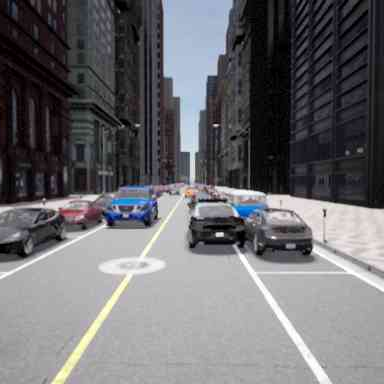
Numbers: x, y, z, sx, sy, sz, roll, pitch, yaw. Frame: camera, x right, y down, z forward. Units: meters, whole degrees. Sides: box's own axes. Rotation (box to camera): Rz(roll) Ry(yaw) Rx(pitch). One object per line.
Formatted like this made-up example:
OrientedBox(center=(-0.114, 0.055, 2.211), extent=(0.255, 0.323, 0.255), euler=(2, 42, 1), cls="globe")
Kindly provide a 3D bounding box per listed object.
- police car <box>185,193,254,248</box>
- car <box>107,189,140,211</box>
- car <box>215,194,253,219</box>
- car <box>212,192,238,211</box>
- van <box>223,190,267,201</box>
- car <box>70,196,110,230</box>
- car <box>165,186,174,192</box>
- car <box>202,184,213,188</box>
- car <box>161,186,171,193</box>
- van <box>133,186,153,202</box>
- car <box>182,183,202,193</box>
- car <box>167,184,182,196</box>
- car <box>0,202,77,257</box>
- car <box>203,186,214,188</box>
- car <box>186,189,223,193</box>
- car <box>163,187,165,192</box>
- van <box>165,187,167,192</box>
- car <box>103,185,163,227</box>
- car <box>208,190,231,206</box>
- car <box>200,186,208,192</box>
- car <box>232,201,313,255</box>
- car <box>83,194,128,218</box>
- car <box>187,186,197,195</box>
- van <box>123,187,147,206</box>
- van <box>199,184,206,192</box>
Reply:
OrientedBox(center=(0.774, 1.046, 12.922), extent=(1.930, 1.638, 5.238), euler=(0, 2, -2), cls="police car")
OrientedBox(center=(-5.768, 0.618, 28.340), extent=(1.967, 1.590, 4.097), euler=(0, 2, 0), cls="car")
OrientedBox(center=(2.758, 0.889, 22.725), extent=(2.008, 1.369, 4.403), euler=(0, 2, 0), cls="car")
OrientedBox(center=(2.758, 0.759, 28.360), extent=(1.802, 1.307, 4.206), euler=(0, 2, 0), cls="car")
OrientedBox(center=(2.759, 0.841, 17.085), extent=(1.690, 1.788, 3.998), euler=(0, 2, 0), cls="van")
OrientedBox(center=(-5.766, 1.082, 17.075), extent=(1.802, 1.307, 4.206), euler=(0, 2, 0), cls="car")
OrientedBox(center=(-5.774, -0.830, 84.687), extent=(1.947, 1.339, 4.313), euler=(0, 2, 0), cls="car")
OrientedBox(center=(2.754, -0.303, 56.522), extent=(2.192, 1.841, 5.009), euler=(0, 2, 0), cls="car")
OrientedBox(center=(-5.772, -0.542, 73.417), extent=(1.887, 1.381, 4.507), euler=(0, 2, 0), cls="car")
OrientedBox(center=(-5.769, 0.199, 39.605), extent=(1.690, 1.788, 3.998), euler=(0, 2, 0), cls="van")
OrientedBox(center=(0.005, -0.080, 49.948), extent=(2.097, 1.767, 4.553), euler=(0, 2, 0), cls="car")
OrientedBox(center=(-3.068, -0.164, 57.891), extent=(2.128, 1.511, 4.902), euler=(0, 2, 0), cls="car")
OrientedBox(center=(-5.765, 1.229, 11.440), extent=(1.947, 1.339, 4.313), euler=(0, 2, 0), cls="car")
OrientedBox(center=(2.756, 0.243, 45.261), extent=(1.887, 1.381, 4.507), euler=(0, 2, 0), cls="car")
OrientedBox(center=(0.784, 0.814, 22.813), extent=(1.882, 1.535, 5.008), euler=(0, 2, -2), cls="car")
OrientedBox(center=(-5.770, -0.144, 50.872), extent=(2.192, 1.841, 5.009), euler=(0, 2, 0), cls="car")
OrientedBox(center=(-5.771, -0.276, 56.507), extent=(1.690, 1.788, 3.998), euler=(0, 2, 0), cls="van")
OrientedBox(center=(-3.103, 0.684, 18.350), extent=(2.150, 2.045, 5.566), euler=(0, 2, 0), cls="car")
OrientedBox(center=(2.757, 0.568, 33.994), extent=(2.008, 1.369, 4.403), euler=(0, 2, 0), cls="car")
OrientedBox(center=(2.752, -0.721, 79.235), extent=(1.752, 1.417, 4.829), euler=(0, 2, 0), cls="car")
OrientedBox(center=(2.760, 1.213, 11.457), extent=(2.008, 1.369, 4.403), euler=(0, 2, 0), cls="car")
OrientedBox(center=(-5.767, 0.905, 22.709), extent=(1.947, 1.339, 4.313), euler=(0, 2, 0), cls="car")
OrientedBox(center=(-0.007, -0.319, 63.892), extent=(1.837, 1.490, 4.892), euler=(0, 2, 0), cls="car")
OrientedBox(center=(-5.768, 0.359, 33.971), extent=(1.690, 1.788, 3.998), euler=(0, 2, 0), cls="van")
OrientedBox(center=(2.751, -1.055, 84.694), extent=(1.690, 1.788, 3.998), euler=(0, 2, 0), cls="van")
